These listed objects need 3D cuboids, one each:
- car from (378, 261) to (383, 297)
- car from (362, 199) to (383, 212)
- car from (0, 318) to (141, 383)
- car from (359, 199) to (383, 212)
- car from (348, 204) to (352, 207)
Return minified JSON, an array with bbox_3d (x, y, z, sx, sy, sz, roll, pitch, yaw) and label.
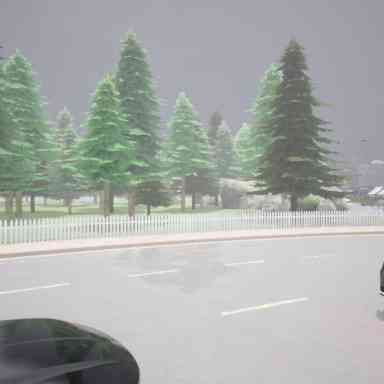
[{"bbox_3d":[5.722,1.492,6.151,4.902,1.511,2.128,0,0,-23],"label":"car"},{"bbox_3d":[23.187,1.581,41.124,1.812,1.442,4.674,0,0,-3],"label":"car"},{"bbox_3d":[-2.640,1.478,1.678,5.008,1.535,1.882,0,0,-36],"label":"car"},{"bbox_3d":[19.981,1.619,36.076,1.994,1.385,4.181,0,0,-3],"label":"car"},{"bbox_3d":[19.429,1.277,45.249,2.150,2.045,5.566,0,0,-3],"label":"car"}]
